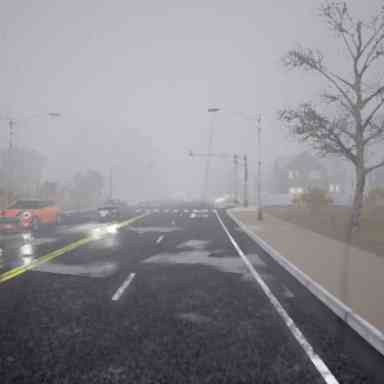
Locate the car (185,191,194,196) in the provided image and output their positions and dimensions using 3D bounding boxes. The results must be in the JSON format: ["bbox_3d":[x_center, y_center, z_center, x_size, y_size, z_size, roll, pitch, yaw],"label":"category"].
[{"bbox_3d":[-0.678,0.458,90.048,1.812,1.442,4.674,0,0,7],"label":"car"}]

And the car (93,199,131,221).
[{"bbox_3d":[-6.056,1.312,25.609,2.128,1.511,4.902,0,0,2],"label":"car"}]

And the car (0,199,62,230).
[{"bbox_3d":[-9.525,1.212,19.630,2.097,1.767,4.553,0,0,2],"label":"car"}]

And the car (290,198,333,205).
[{"bbox_3d":[13.981,0.961,38.848,4.718,1.301,1.895,-1,-1,10],"label":"car"}]

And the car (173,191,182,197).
[{"bbox_3d":[-3.902,0.419,90.462,1.882,1.535,5.008,0,0,7],"label":"car"}]
